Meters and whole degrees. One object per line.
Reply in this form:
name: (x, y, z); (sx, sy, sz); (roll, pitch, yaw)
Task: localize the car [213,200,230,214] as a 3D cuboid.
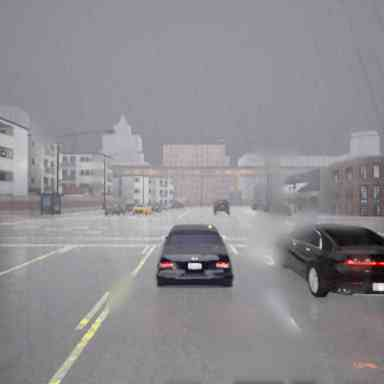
car: (4.235, 2.139, 48.158); (2.150, 2.045, 5.566); (0, -1, 3)

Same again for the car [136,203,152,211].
car: (-9.009, 2.771, 62.421); (1.837, 1.490, 4.892); (0, -1, 6)

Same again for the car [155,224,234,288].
car: (0.055, 1.633, 9.519); (2.033, 1.411, 5.357); (0, -1, 0)

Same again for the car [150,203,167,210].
car: (-7.274, 3.105, 72.470); (1.895, 1.301, 4.718); (0, -1, 18)

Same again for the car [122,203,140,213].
car: (-9.714, 2.573, 53.416); (1.812, 1.442, 4.674); (0, -1, 5)

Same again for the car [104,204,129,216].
car: (-10.146, 2.352, 44.327); (1.812, 1.442, 4.674); (0, -1, 3)

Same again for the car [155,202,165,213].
car: (-6.161, 2.402, 53.541); (2.097, 1.767, 4.553); (0, -1, 4)

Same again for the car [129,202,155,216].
car: (-6.630, 2.310, 44.570); (1.882, 1.535, 5.008); (0, -1, 3)

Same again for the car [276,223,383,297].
car: (3.582, 1.581, 8.735); (1.837, 1.490, 4.892); (0, -1, 0)

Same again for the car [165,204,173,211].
car: (-5.414, 2.891, 63.446); (1.895, 1.301, 4.718); (0, -1, 7)

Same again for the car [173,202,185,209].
car: (-3.196, 3.032, 73.405); (1.837, 1.490, 4.892); (-1, -1, 22)
